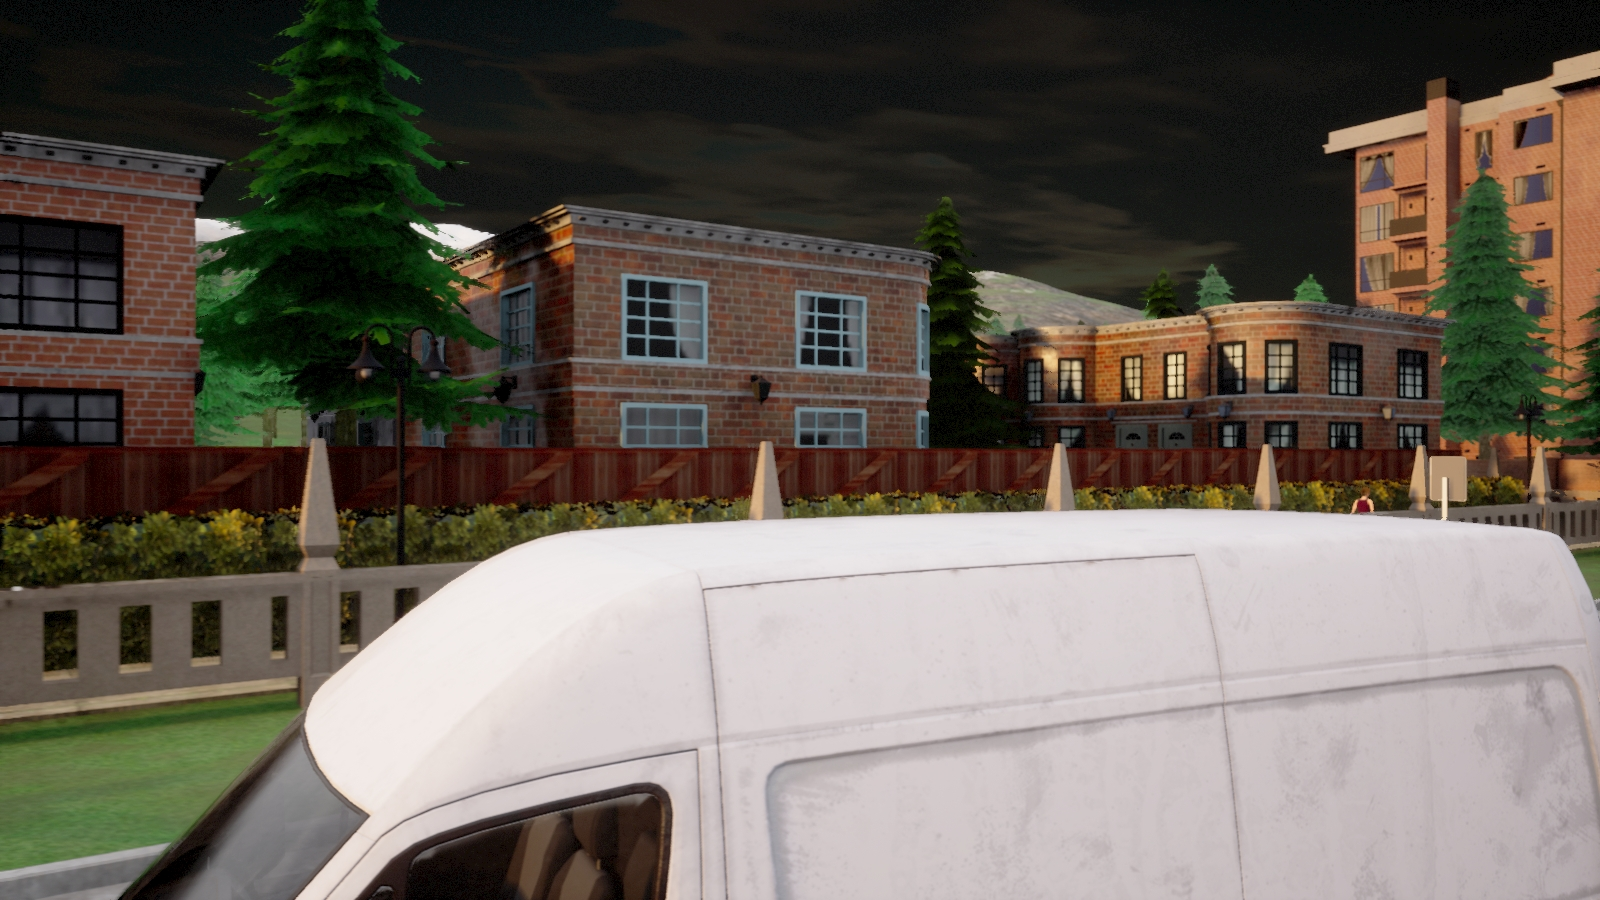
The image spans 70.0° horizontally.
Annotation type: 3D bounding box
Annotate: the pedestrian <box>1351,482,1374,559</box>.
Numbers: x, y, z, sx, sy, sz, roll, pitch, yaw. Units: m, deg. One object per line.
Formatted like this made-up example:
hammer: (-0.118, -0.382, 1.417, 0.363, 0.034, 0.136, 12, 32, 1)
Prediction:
pedestrian: (13.779, 1.727, 27.995, 0.375, 1.860, 0.375, 0, 0, -34)

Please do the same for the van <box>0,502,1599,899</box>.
van: (-0.050, 1.537, 3.622, 5.915, 2.561, 1.988, 0, 0, -24)
